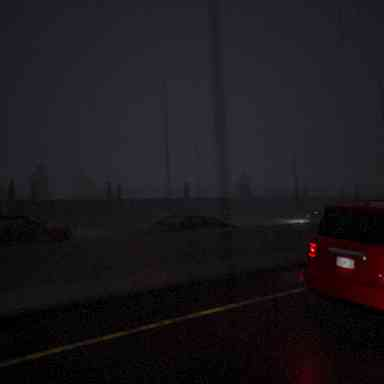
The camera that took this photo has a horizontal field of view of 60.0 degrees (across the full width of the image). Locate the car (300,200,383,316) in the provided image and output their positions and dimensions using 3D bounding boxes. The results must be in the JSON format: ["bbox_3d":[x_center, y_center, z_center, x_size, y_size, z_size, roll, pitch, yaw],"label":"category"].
[{"bbox_3d":[4.672,1.181,6.523,5.566,2.045,2.150,0,0,-31],"label":"car"}]

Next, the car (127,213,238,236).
[{"bbox_3d":[-0.270,1.478,11.858,4.181,1.385,1.994,0,0,-31],"label":"car"}]

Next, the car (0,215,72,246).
[{"bbox_3d":[-6.887,1.504,11.777,4.718,1.301,1.895,0,0,-34],"label":"car"}]

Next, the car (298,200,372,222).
[{"bbox_3d":[10.970,1.383,25.505,5.357,1.411,2.033,0,0,-23],"label":"car"}]
